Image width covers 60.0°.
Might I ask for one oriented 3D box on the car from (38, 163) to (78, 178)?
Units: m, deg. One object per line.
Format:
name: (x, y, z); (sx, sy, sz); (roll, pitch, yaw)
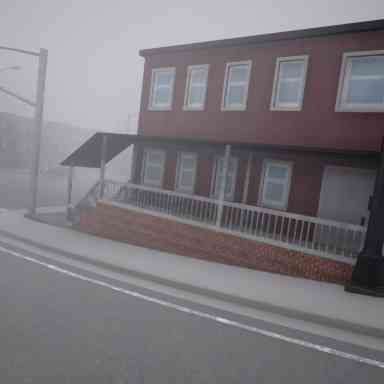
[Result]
car: (-15.869, -2.658, 39.355); (2.097, 1.767, 4.553); (10, 6, 36)
